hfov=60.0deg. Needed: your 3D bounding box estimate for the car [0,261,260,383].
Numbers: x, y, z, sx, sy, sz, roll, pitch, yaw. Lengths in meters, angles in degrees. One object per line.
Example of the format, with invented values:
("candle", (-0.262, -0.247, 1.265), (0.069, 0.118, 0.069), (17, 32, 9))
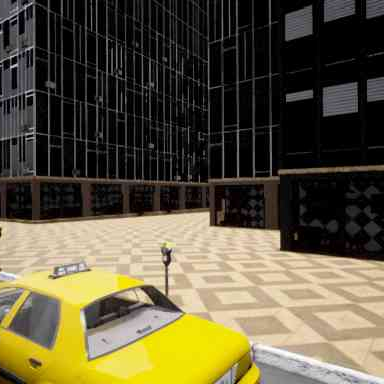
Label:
("car", (-1.637, 1.526, 4.033), (4.829, 1.417, 1.752), (0, 0, 35))
